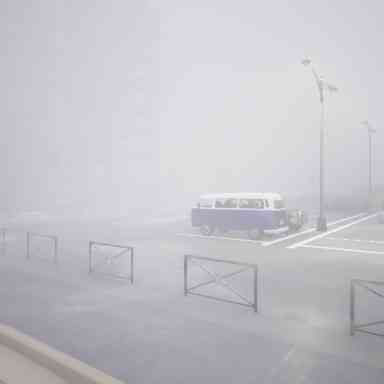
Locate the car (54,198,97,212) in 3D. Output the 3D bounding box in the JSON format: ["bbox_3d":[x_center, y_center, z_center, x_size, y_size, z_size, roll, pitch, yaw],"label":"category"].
[{"bbox_3d":[-13.399,1.422,38.367,1.882,1.535,5.008,0,0,36],"label":"car"}]

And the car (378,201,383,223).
[{"bbox_3d":[13.977,1.395,20.962,3.806,1.475,1.970,0,0,36],"label":"car"}]

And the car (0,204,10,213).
[{"bbox_3d":[-19.452,1.492,29.948,2.033,1.411,5.357,0,0,36],"label":"car"}]

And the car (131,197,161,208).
[{"bbox_3d":[-6.575,1.437,47.848,2.128,1.511,4.902,0,0,36],"label":"car"}]

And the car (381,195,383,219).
[{"bbox_3d":[17.224,1.153,25.499,4.605,1.855,1.932,0,0,36],"label":"car"}]
